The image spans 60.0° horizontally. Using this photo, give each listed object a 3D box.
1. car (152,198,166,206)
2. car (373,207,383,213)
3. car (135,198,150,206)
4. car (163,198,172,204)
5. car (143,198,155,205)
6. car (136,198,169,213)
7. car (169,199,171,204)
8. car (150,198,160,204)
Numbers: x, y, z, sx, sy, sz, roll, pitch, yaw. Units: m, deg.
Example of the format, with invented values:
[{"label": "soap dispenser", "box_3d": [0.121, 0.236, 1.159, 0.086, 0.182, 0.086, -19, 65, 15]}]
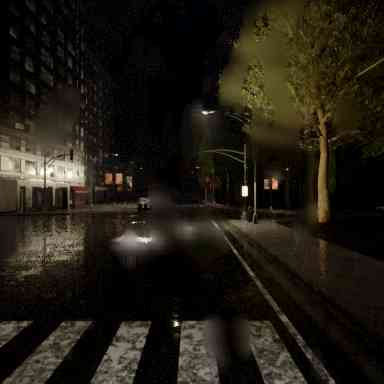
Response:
[{"label": "car", "box_3d": [-6.378, 1.976, 64.351, 2.033, 1.411, 5.357, 0, -1, 1]}, {"label": "car", "box_3d": [42.449, 4.000, 74.974, 5.357, 1.411, 2.033, 4, -3, -45]}, {"label": "car", "box_3d": [-9.627, 1.923, 64.617, 2.128, 1.511, 4.902, 0, -1, 1]}, {"label": "car", "box_3d": [-6.288, 2.311, 84.625, 1.895, 1.301, 4.718, 0, -1, 0]}, {"label": "car", "box_3d": [-9.563, 2.111, 74.913, 2.033, 1.411, 5.357, 0, -1, 0]}, {"label": "car", "box_3d": [-4.985, 1.734, 40.548, 2.033, 1.411, 5.357, 0, 0, 14]}, {"label": "car", "box_3d": [-6.314, 2.040, 74.300, 1.882, 1.535, 5.008, 0, -1, 0]}, {"label": "car", "box_3d": [-9.536, 2.268, 85.456, 2.033, 1.411, 5.357, 0, -1, 0]}]
